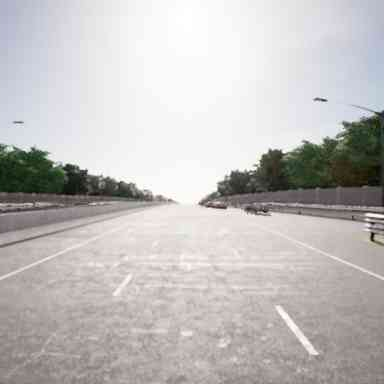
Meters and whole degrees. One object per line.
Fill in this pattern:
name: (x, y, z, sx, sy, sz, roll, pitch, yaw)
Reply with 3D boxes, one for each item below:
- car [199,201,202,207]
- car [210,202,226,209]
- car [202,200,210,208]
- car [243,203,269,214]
car: (3.494, 3.127, 91.689, 2.150, 2.045, 5.566, 0, -2, 0)
car: (5.313, 2.648, 64.208, 1.994, 1.385, 4.181, 0, -2, -7)
car: (4.001, 3.052, 78.087, 1.994, 1.385, 4.181, 0, -2, -3)
car: (8.524, 2.209, 44.620, 2.033, 1.411, 5.357, 0, -1, -12)
